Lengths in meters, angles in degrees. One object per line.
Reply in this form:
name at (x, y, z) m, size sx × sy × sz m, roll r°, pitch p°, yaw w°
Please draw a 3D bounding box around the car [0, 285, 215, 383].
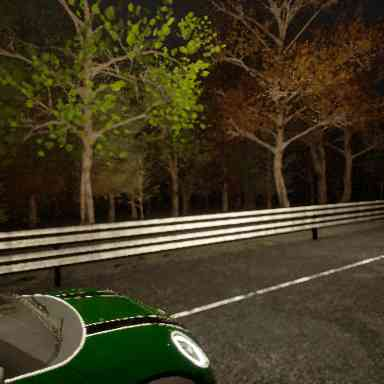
car at (-2.005, 1.362, 2.330) m, size 4.553 × 1.767 × 2.097 m, roll -2°, pitch 1°, yaw -35°
